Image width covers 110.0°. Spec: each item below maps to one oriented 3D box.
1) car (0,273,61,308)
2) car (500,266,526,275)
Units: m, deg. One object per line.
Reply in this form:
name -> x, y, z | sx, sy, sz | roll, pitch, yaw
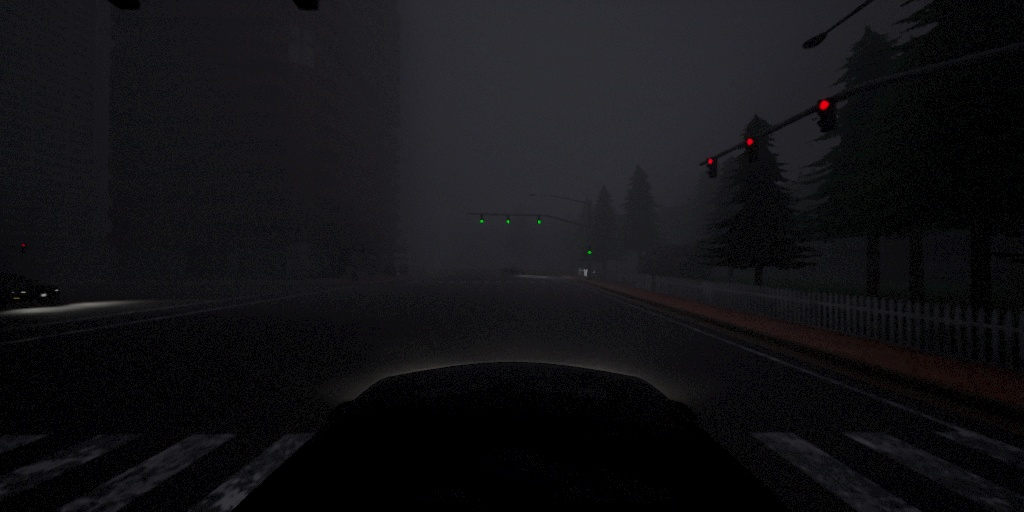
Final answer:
car -> -23.227, 1.487, 15.951 | 4.892, 1.490, 1.837 | 0, -1, 0
car -> 0.104, 1.962, 49.453 | 1.895, 1.301, 4.718 | 0, -1, -27
